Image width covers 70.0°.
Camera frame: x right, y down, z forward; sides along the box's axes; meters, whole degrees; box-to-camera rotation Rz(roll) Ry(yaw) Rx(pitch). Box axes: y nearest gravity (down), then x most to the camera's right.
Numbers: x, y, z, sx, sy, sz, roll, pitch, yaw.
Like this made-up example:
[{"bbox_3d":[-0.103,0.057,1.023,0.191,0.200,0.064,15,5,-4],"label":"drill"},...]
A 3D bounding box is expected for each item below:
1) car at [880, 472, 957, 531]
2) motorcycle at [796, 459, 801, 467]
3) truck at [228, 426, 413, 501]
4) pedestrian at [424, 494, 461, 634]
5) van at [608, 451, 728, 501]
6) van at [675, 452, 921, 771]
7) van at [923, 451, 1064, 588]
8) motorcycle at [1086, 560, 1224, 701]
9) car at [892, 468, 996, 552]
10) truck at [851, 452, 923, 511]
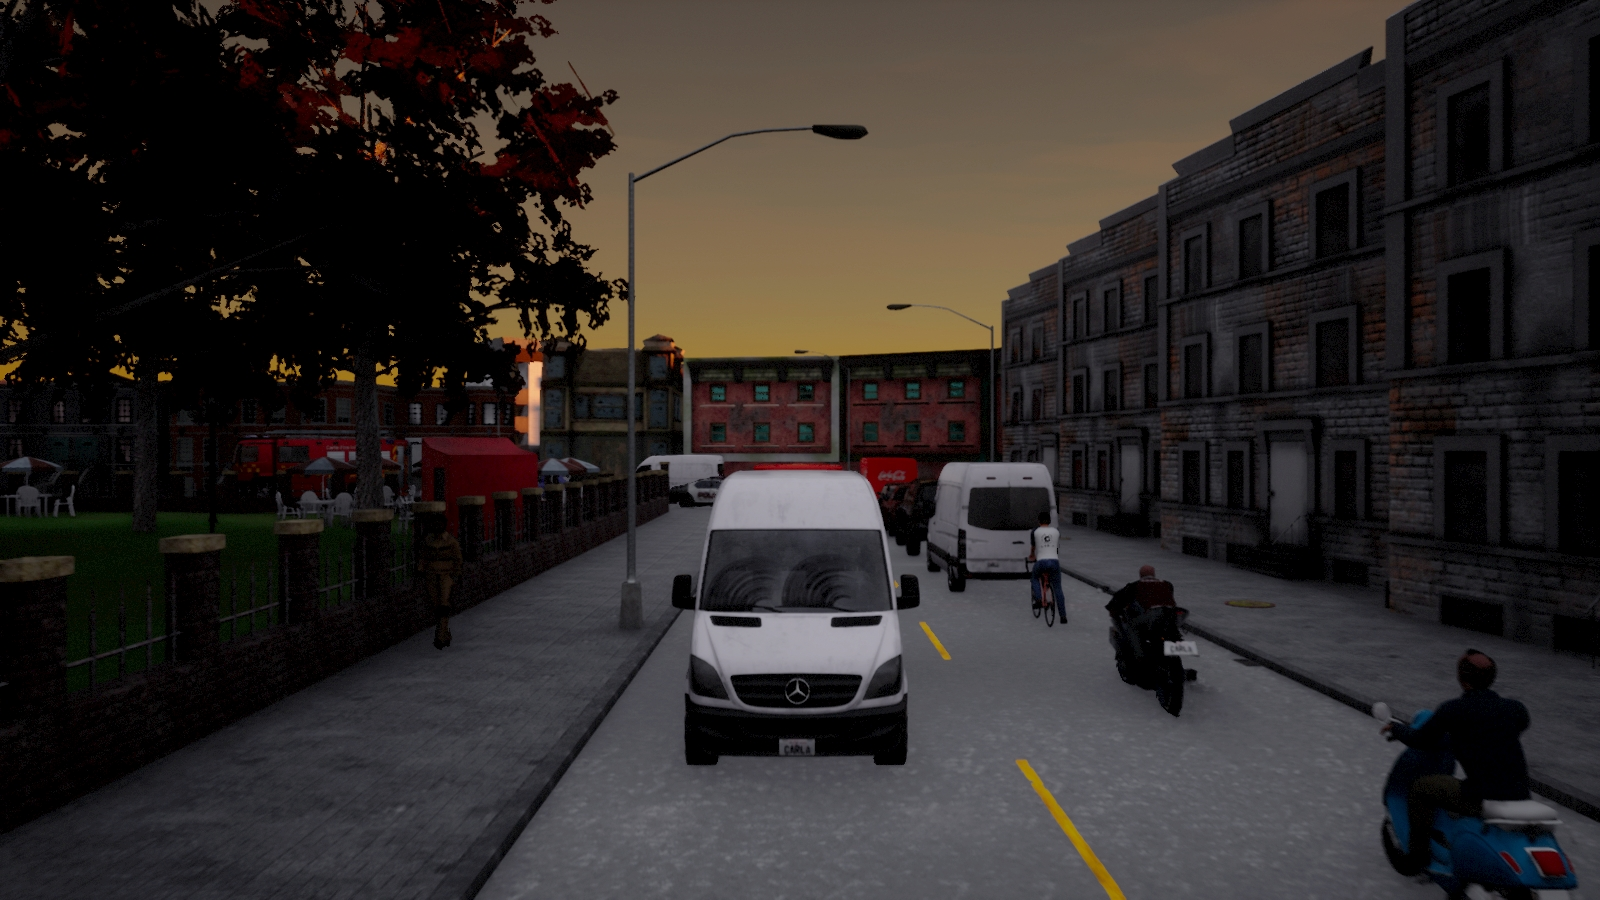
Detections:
[{"bbox_3d":[3.930,1.686,38.603,2.097,1.767,4.553,0,0,0],"label":"car"},{"bbox_3d":[-0.217,1.962,179.337,0.856,1.236,1.805,0,0,0],"label":"motorcycle"},{"bbox_3d":[-25.007,0.670,59.841,8.468,3.827,2.891,0,0,-1],"label":"truck"},{"bbox_3d":[-4.821,1.525,15.418,0.375,1.860,0.375,0,0,0],"label":"pedestrian"},{"bbox_3d":[-6.857,1.315,59.733,5.915,2.561,1.988,0,0,10],"label":"van"},{"bbox_3d":[-0.032,1.314,12.211,1.988,2.561,5.915,0,0,0],"label":"van"},{"bbox_3d":[3.948,1.314,24.385,1.988,2.561,5.915,0,0,0],"label":"van"},{"bbox_3d":[3.972,1.985,12.995,0.867,1.251,2.209,0,0,0],"label":"motorcycle"},{"bbox_3d":[3.886,1.559,31.808,2.150,2.045,5.566,0,0,0],"label":"car"},{"bbox_3d":[3.802,1.349,50.769,2.627,2.467,5.204,0,0,-2],"label":"truck"}]
